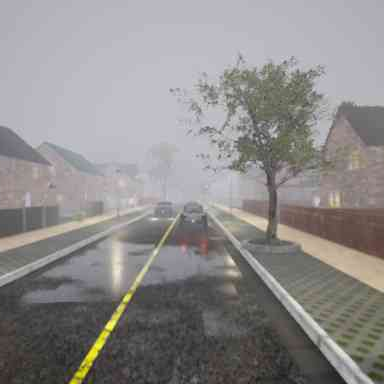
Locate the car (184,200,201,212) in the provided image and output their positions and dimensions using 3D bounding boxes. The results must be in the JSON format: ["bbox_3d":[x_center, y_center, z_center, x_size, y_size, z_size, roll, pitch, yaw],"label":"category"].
[{"bbox_3d":[0.084,1.745,41.726,1.994,1.385,4.181,0,0,0],"label":"car"}]

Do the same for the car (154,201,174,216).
[{"bbox_3d":[-2.764,1.649,34.347,1.882,1.535,5.008,0,0,0],"label":"car"}]

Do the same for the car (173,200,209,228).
[{"bbox_3d":[0.091,1.566,22.518,2.128,1.511,4.902,0,0,0],"label":"car"}]
